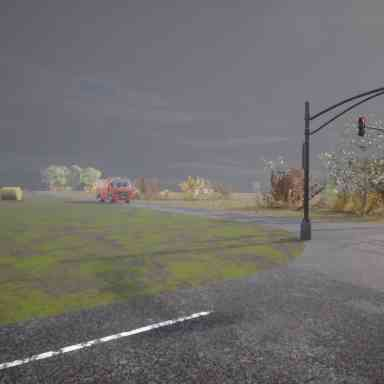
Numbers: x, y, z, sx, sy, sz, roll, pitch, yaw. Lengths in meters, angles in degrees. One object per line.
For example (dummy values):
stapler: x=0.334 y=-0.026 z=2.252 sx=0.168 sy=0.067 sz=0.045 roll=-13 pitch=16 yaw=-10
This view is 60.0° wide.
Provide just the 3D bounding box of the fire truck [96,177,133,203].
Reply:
fire truck: x=-11.796 y=-0.354 z=50.011 sx=2.891 sy=3.827 sz=8.468 roll=1 pitch=0 yaw=-32
